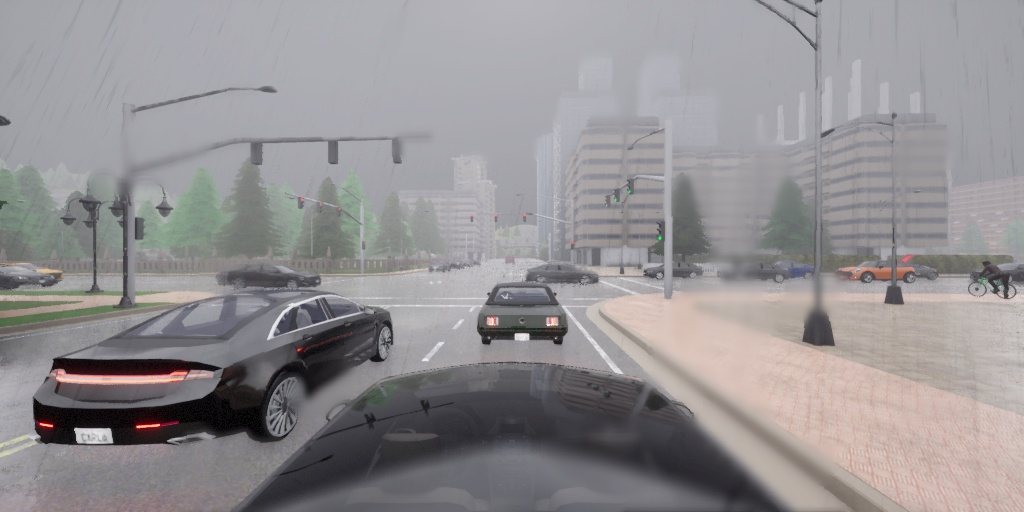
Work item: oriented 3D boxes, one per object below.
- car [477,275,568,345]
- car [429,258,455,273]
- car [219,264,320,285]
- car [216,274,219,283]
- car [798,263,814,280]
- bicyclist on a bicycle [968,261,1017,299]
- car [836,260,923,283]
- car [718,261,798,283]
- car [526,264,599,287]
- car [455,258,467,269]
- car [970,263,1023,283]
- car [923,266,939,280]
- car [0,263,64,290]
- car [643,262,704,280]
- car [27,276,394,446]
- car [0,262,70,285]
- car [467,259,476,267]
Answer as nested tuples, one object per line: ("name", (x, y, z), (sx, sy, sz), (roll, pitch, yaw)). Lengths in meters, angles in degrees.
("car", (0.260, 1.351, 9.480), (1.895, 1.301, 4.718), (0, 0, 1))
("car", (-8.879, 1.241, 44.311), (2.128, 1.511, 4.902), (0, 0, 2))
("car", (-14.005, 1.227, 21.288), (5.008, 1.535, 1.882), (0, 0, 2))
("car", (-17.944, 1.313, 24.921), (4.181, 1.385, 1.994), (0, 0, 2))
("car", (23.300, 1.228, 30.773), (5.008, 1.535, 1.882), (0, 0, 2))
("bicyclist on a bicycle", (21.176, 1.051, 15.851), (0.582, 1.620, 1.656), (0, 0, 2))
("car", (27.407, 1.102, 27.135), (4.553, 1.767, 2.097), (0, 0, 2))
("car", (18.474, 1.255, 27.430), (4.892, 1.490, 1.837), (0, 0, 2))
("car", (3.349, 1.255, 24.221), (4.892, 1.490, 1.837), (0, 0, 2))
("car", (-8.546, 1.102, 54.039), (2.097, 1.767, 4.553), (0, 0, 2))
("car", (37.522, 1.228, 26.792), (5.008, 1.535, 1.882), (0, 0, 2))
("car", (33.255, 1.314, 30.445), (4.181, 1.385, 1.994), (0, 0, 1))
("car", (-30.870, 1.276, 21.863), (4.674, 1.442, 1.812), (0, 0, 2))
("car", (13.952, 1.255, 31.079), (4.892, 1.490, 1.837), (0, 0, 2))
("car", (-3.331, 1.242, 5.327), (2.128, 1.511, 4.902), (0, 0, 1))
("car", (-35.050, 1.227, 25.512), (5.008, 1.535, 1.882), (0, 0, 2))
("car", (-8.175, 1.255, 64.176), (1.837, 1.490, 4.892), (0, 0, 2))
